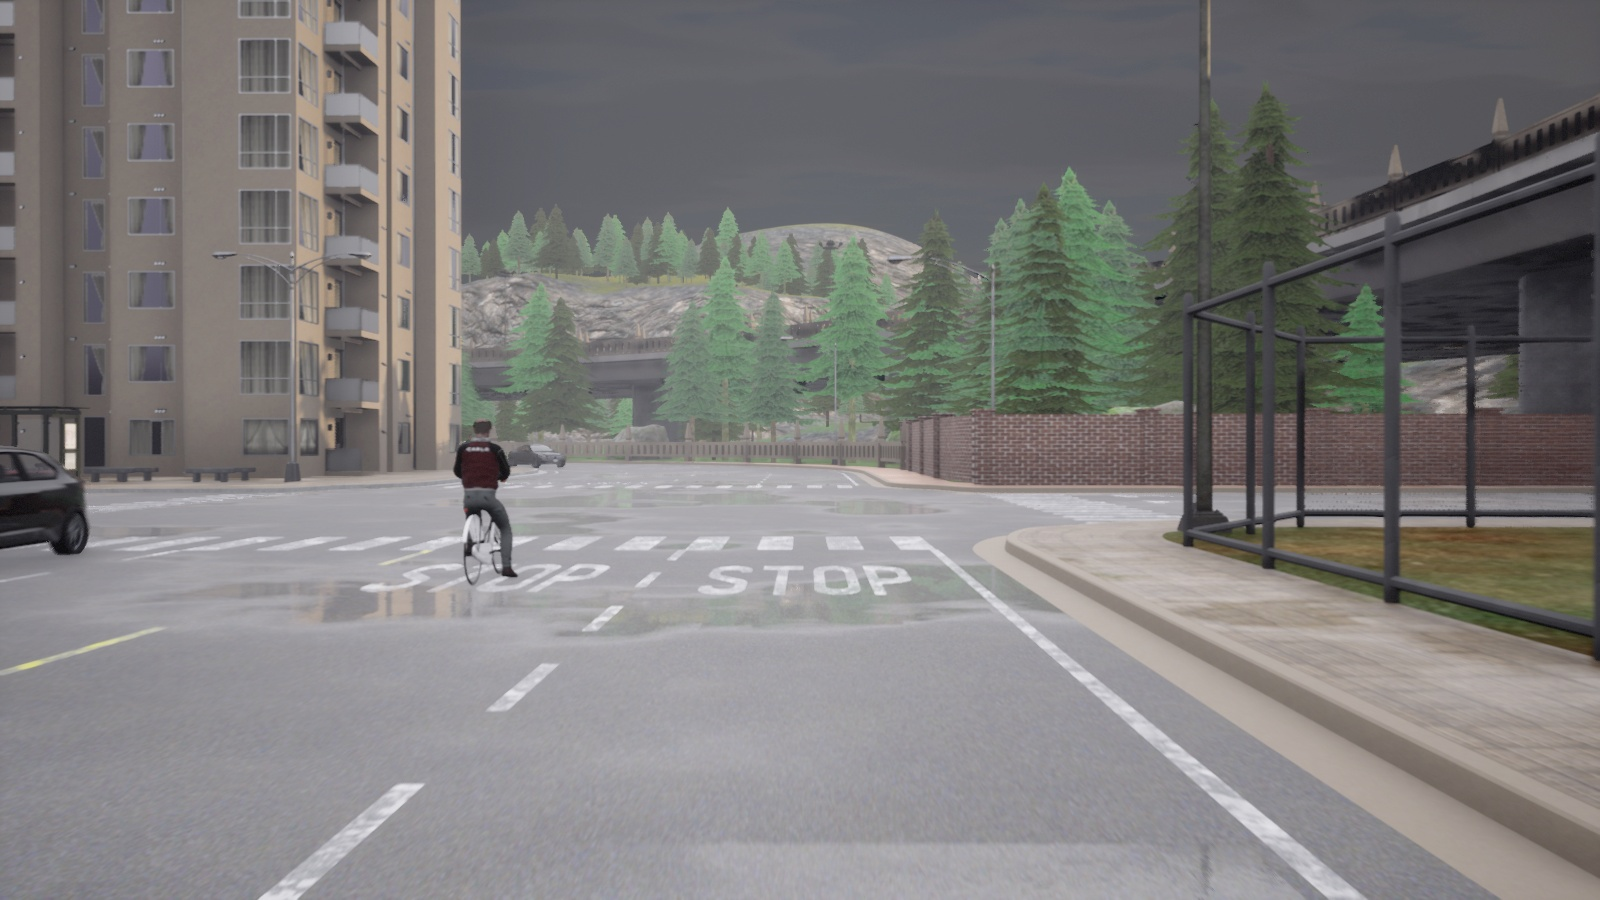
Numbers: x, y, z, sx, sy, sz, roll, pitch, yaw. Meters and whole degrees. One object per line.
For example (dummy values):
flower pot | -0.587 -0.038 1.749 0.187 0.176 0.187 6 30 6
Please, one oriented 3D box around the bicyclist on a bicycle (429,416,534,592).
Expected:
bicyclist on a bicycle | -3.408 0.538 13.606 0.659 1.776 1.843 0 1 0

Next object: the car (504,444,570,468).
car | -15.810 0.335 75.311 1.812 1.442 4.674 0 0 -41

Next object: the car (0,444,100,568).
car | -10.417 0.666 15.139 1.816 1.474 4.193 0 0 -4
